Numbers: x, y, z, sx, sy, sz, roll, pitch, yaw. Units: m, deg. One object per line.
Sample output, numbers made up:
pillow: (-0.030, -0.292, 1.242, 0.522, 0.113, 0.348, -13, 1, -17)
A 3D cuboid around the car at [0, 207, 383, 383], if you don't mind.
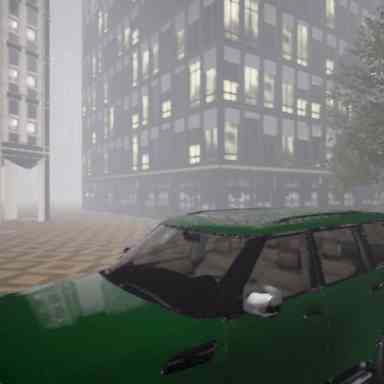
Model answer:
car: (0.518, 1.239, 3.744, 5.566, 2.045, 2.150, 1, 0, -36)
